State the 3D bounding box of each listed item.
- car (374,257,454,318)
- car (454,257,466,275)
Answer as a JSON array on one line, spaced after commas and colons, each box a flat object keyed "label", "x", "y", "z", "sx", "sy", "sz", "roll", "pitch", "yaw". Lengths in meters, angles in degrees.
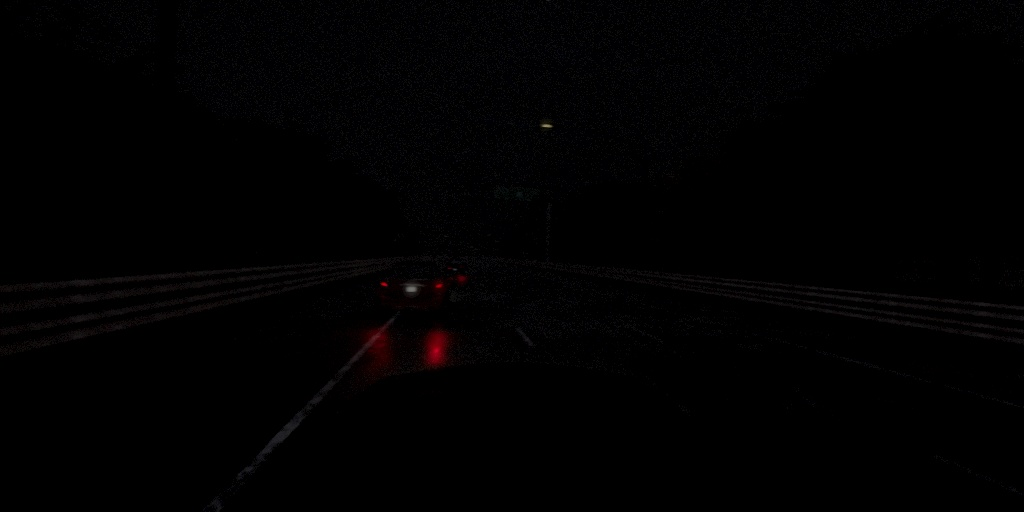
[{"label": "car", "x": -3.201, "y": 0.945, "z": 12.327, "sx": 2.097, "sy": 1.767, "sz": 4.553, "roll": 3, "pitch": 0, "yaw": -9}, {"label": "car", "x": -5.501, "y": 1.001, "z": 34.846, "sx": 1.812, "sy": 1.442, "sz": 4.674, "roll": 3, "pitch": 0, "yaw": -8}]
